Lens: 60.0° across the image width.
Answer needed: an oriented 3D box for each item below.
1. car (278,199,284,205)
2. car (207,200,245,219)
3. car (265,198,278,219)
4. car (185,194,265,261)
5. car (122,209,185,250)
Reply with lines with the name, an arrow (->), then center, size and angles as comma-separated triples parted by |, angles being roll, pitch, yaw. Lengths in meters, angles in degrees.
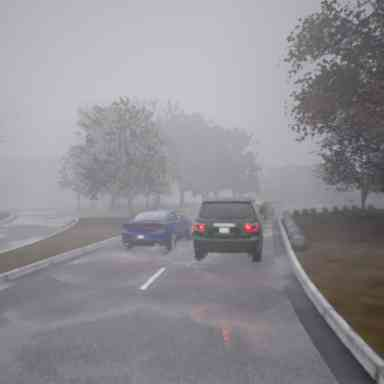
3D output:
car -> 15.972, 1.944, 66.424 | 1.895, 1.301, 4.718 | 0, -1, -37
car -> 3.159, 1.488, 29.836 | 1.882, 1.535, 5.008 | -1, -1, 23
car -> 5.964, 1.454, 29.208 | 1.882, 1.535, 5.008 | -1, -1, 24
car -> 1.502, 1.187, 12.381 | 2.150, 2.045, 5.566 | -1, 0, 12
car -> -1.340, 1.471, 14.478 | 1.882, 1.535, 5.008 | -1, 0, 12
